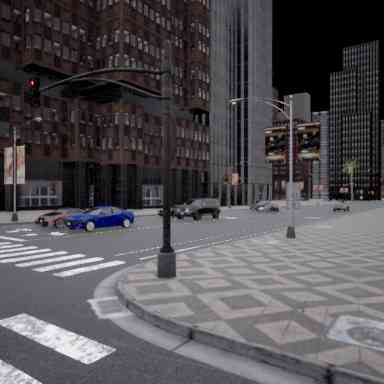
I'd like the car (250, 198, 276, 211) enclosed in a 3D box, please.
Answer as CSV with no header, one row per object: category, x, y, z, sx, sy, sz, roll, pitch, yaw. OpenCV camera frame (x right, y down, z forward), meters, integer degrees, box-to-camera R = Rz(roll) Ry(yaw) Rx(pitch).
car,10.720,2.076,51.697,2.097,1.767,4.553,0,-1,35

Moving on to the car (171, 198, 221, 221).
car,0.686,1.631,31.987,2.150,2.045,5.566,0,-1,35

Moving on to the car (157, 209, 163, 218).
car,-1.485,2.016,34.544,1.895,1.301,4.718,0,-1,35

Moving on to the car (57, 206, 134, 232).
car,-6.095,1.715,22.365,1.882,1.535,5.008,0,-1,35

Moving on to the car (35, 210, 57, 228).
car,-8.959,1.792,23.938,1.994,1.385,4.181,0,-1,36

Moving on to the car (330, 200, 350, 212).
car,24.186,2.429,53.682,2.033,1.411,5.357,0,-1,34

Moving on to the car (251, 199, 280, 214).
car,10.484,2.149,45.800,2.128,1.511,4.902,0,-1,36
